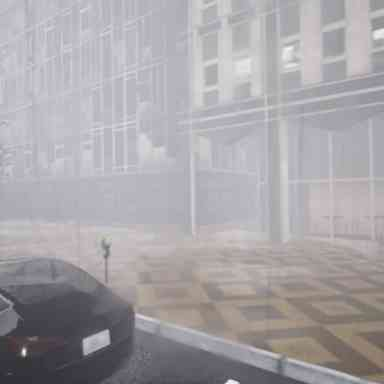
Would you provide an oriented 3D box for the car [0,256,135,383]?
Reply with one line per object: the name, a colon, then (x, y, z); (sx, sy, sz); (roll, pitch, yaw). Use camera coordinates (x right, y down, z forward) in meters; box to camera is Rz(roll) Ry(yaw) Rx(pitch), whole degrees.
car: (-2.676, 1.595, 4.642); (4.313, 1.339, 1.947); (0, -1, 36)
